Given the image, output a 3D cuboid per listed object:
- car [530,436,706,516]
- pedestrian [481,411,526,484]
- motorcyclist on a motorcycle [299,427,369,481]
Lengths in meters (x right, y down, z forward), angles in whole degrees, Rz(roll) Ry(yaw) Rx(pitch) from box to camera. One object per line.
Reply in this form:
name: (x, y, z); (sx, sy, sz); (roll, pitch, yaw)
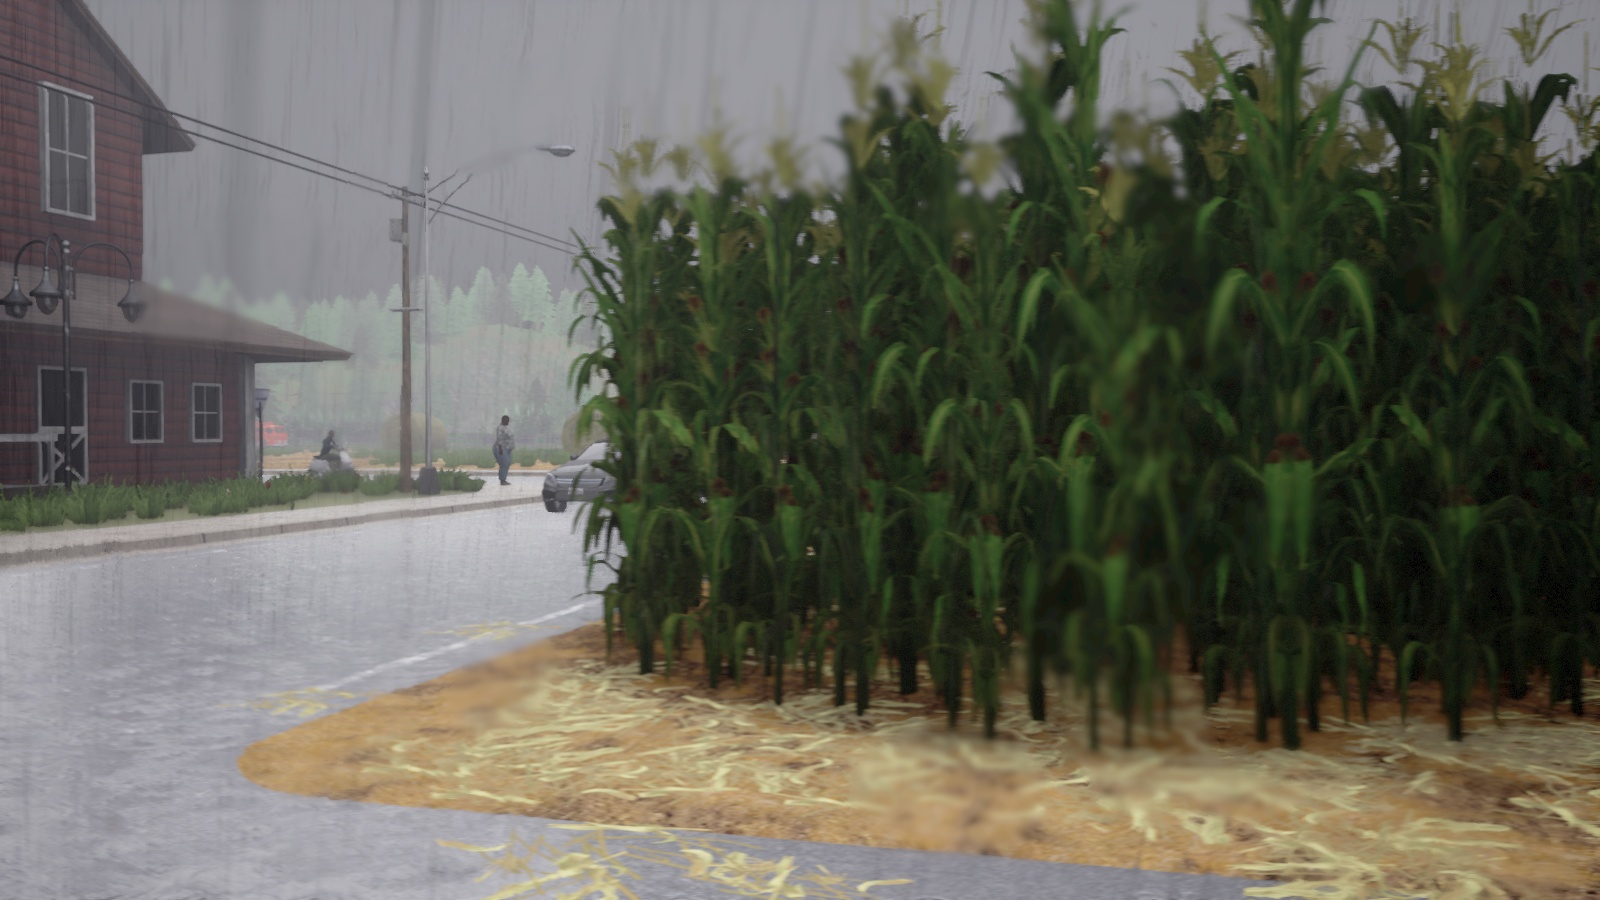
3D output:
car: (-3.559, 0.444, 25.510); (1.812, 1.442, 4.674); (0, 1, 15)
pedestrian: (-7.715, -0.074, 32.740); (0.900, 1.855, 0.874); (0, 1, 6)
motorcyclist on a motorcycle: (-14.139, 0.109, 38.137); (1.817, 1.590, 0.866); (1, 1, 14)
